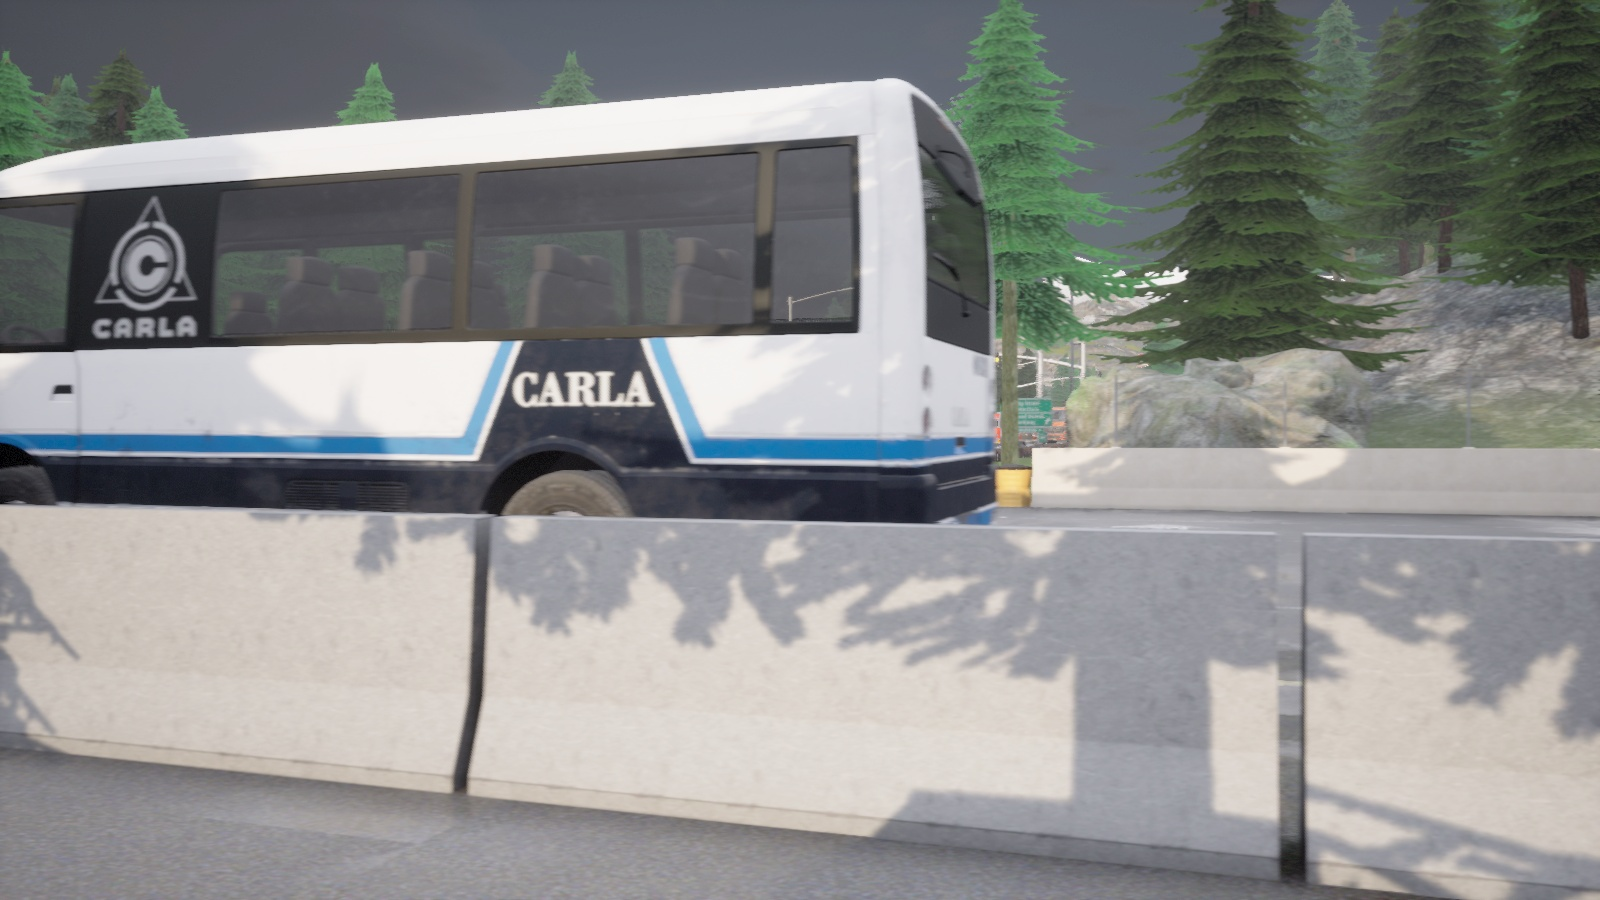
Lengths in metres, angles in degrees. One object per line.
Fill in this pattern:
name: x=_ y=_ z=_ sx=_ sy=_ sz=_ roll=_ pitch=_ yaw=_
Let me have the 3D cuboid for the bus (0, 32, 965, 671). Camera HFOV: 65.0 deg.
bus: x=-3.929 y=-0.756 z=11.879 sx=10.273 sy=4.253 sz=3.944 roll=1 pitch=1 yaw=19
